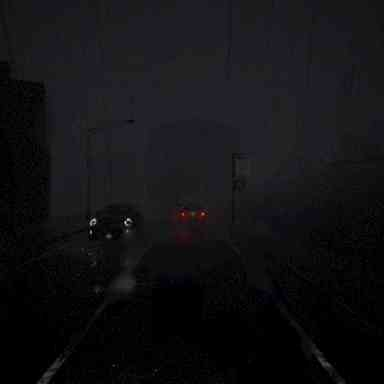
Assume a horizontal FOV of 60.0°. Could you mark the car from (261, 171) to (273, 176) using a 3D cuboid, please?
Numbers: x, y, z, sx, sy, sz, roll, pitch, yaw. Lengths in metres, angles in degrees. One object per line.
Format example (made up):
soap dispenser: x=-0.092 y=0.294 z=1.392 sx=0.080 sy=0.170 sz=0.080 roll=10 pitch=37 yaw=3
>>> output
car: x=20.811 y=-4.489 z=88.504 sx=2.231 sy=1.521 sz=4.892 roll=0 pitch=1 yaw=-1

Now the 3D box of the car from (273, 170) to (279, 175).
car: x=21.062 y=-4.504 z=77.490 sx=2.185 sy=1.767 sz=4.553 roll=0 pitch=1 yaw=-1

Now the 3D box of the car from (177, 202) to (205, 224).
car: x=-0.024 y=1.539 z=25.237 sx=1.801 sy=1.575 sz=5.366 roll=0 pitch=0 yaw=-2

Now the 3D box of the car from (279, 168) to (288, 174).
car: x=21.187 y=-4.443 z=71.971 sx=2.185 sy=1.767 sz=4.553 roll=0 pitch=1 yaw=-1

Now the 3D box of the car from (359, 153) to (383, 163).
car: x=22.059 y=-3.834 z=38.809 sx=2.002 sy=1.452 sz=4.674 roll=0 pitch=1 yaw=-3

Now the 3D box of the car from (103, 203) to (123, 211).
car: x=-13.585 y=2.583 z=57.000 sx=1.895 sy=1.301 sz=4.718 roll=-1 pitch=-2 yaw=-33

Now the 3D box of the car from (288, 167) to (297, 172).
car: x=21.315 y=-4.210 z=66.298 sx=2.002 sy=1.452 sz=4.674 roll=0 pitch=1 yaw=-1

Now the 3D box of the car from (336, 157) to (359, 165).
car: x=21.821 y=-3.971 z=44.351 sx=2.231 sy=1.521 sz=4.892 roll=0 pitch=1 yaw=-1

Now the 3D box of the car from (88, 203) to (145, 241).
car: x=-3.660 y=1.366 z=16.777 sx=2.097 sy=1.767 sz=4.553 roll=0 pitch=0 yaw=-1

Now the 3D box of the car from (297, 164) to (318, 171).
car: x=21.440 y=-4.310 z=60.805 sx=2.185 sy=1.767 sz=4.553 roll=0 pitch=1 yaw=-1

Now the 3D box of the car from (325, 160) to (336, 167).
car: x=21.687 y=-4.051 z=49.869 sx=2.231 sy=1.521 sz=4.892 roll=0 pitch=1 yaw=-1

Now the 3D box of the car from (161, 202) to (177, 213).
car: x=-2.586 y=1.908 z=41.906 sx=2.033 sy=1.411 sz=5.357 roll=0 pitch=-1 yaw=-16
